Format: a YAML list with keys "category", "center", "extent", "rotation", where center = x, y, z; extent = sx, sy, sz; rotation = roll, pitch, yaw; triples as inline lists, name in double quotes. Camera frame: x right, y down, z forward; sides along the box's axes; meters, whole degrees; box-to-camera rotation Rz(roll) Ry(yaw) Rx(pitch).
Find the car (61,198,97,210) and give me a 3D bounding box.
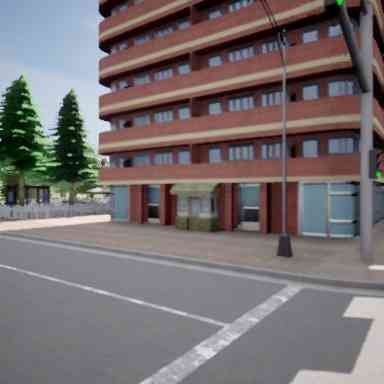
- category: "car"
  center: [-13.904, 1.430, 41.574]
  extent: [2.128, 1.511, 4.902]
  rotation: [0, 0, 36]
